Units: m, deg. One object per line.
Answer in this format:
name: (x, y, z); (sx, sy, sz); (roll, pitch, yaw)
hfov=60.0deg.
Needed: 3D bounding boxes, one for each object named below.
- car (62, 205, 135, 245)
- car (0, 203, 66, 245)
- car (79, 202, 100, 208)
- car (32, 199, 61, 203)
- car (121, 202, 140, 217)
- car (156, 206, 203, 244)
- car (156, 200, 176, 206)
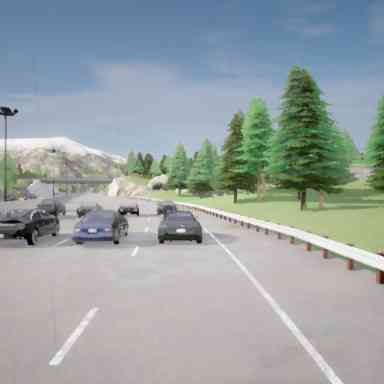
car: (-4.100, 1.560, 15.559); (2.033, 1.411, 5.357); (0, 0, -4)
car: (-7.590, 1.492, 15.295); (2.128, 1.511, 4.902); (0, 0, -4)
car: (-9.362, 1.614, 30.881); (1.895, 1.301, 4.718); (0, 0, -9)
car: (-12.818, 1.492, 30.325); (2.128, 1.511, 4.902); (0, 0, -9)
car: (-5.902, 1.614, 31.407); (1.895, 1.301, 4.718); (0, 0, -9)
car: (-0.610, 1.570, 15.823); (1.994, 1.385, 4.181); (0, 0, -4)
car: (-2.437, 1.530, 31.903); (1.812, 1.442, 4.674); (0, 0, -9)
